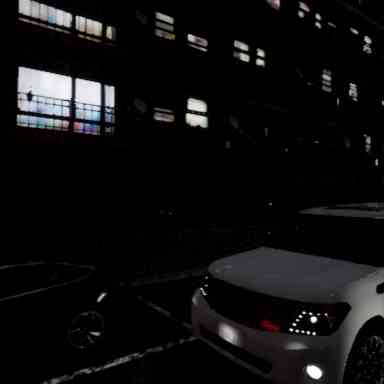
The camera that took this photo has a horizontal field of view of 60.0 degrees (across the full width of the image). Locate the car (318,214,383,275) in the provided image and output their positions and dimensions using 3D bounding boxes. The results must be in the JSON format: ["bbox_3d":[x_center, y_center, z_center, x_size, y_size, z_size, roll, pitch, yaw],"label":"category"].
[{"bbox_3d":[6.342,1.551,11.029,4.313,1.339,1.947,0,1,-35],"label":"car"}]

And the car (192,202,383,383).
[{"bbox_3d":[2.660,1.215,5.257,5.566,2.045,2.150,0,0,-35],"label":"car"}]

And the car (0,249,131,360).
[{"bbox_3d":[-2.975,1.562,4.587,4.313,1.339,1.947,0,1,-35],"label":"car"}]
